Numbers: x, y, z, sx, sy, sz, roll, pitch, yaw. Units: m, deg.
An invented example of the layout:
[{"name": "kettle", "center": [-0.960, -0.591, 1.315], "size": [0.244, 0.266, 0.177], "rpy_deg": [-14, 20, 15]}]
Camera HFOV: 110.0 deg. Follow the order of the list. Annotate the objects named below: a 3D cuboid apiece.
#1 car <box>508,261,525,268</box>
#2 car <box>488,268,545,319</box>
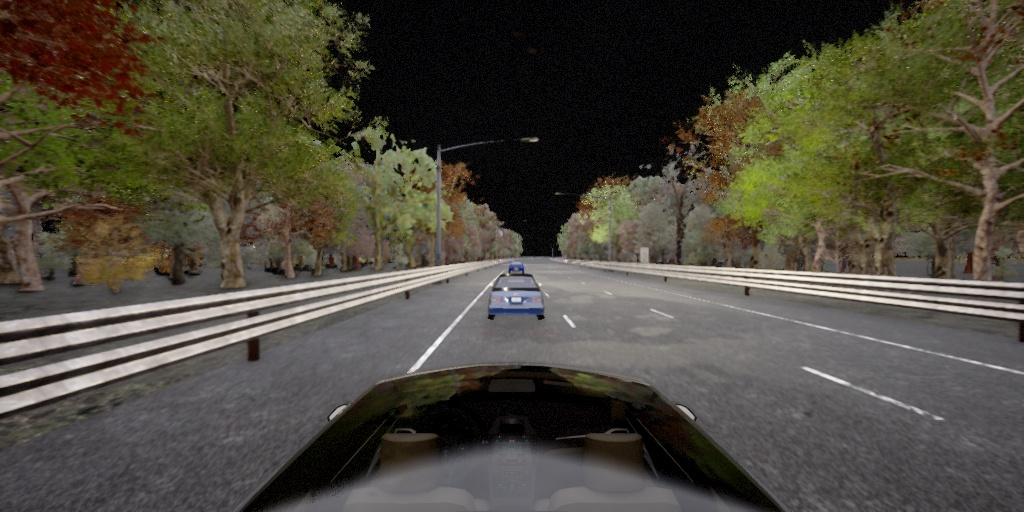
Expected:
[{"name": "car", "center": [0.554, 1.355, 43.752], "size": [1.882, 1.535, 5.008], "rpy_deg": [0, 0, 1]}, {"name": "car", "center": [0.141, 1.332, 12.988], "size": [2.033, 1.411, 5.357], "rpy_deg": [0, 0, 0]}]
